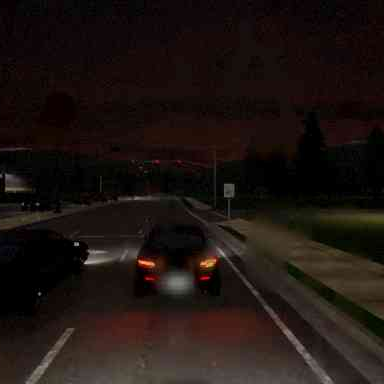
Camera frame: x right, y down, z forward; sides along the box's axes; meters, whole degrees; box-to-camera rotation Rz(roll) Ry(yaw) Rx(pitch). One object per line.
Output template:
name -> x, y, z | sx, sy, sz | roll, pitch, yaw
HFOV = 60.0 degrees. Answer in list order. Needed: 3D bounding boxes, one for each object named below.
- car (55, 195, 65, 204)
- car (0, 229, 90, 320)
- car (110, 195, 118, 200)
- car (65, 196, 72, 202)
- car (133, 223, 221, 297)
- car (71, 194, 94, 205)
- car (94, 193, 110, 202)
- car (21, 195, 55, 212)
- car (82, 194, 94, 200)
car -> -26.672, 1.350, 63.535 | 2.097, 1.767, 4.553 | 0, 0, -3
car -> -3.837, 1.547, 7.408 | 2.033, 1.411, 5.357 | 0, 0, -3
car -> -20.978, 1.466, 88.177 | 2.128, 1.511, 4.902 | 0, 0, -3
car -> -27.259, 1.540, 74.572 | 2.033, 1.411, 5.357 | 0, 0, -3
car -> -0.388, 1.526, 8.482 | 1.812, 1.442, 4.674 | 0, 0, -3
car -> -19.498, 1.563, 59.406 | 1.994, 1.385, 4.181 | 0, 0, -3
car -> -20.158, 1.225, 72.889 | 2.150, 2.045, 5.566 | 0, 0, -3
car -> -18.150, 1.351, 38.865 | 2.097, 1.767, 4.553 | 0, 0, -5
car -> -28.074, 1.378, 89.785 | 1.882, 1.535, 5.008 | 0, 0, -3
